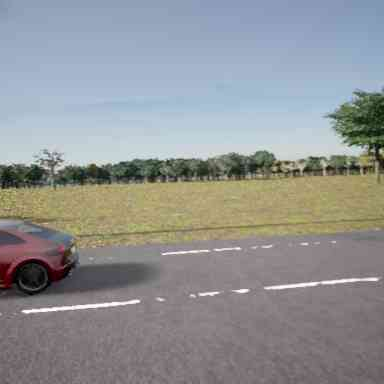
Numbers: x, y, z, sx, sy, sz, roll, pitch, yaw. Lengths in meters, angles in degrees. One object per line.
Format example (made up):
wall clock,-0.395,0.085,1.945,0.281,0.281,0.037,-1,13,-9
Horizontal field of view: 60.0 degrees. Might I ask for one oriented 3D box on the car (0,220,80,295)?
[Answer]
car,-4.628,1.343,7.127,4.181,1.385,1.994,-2,3,-9
